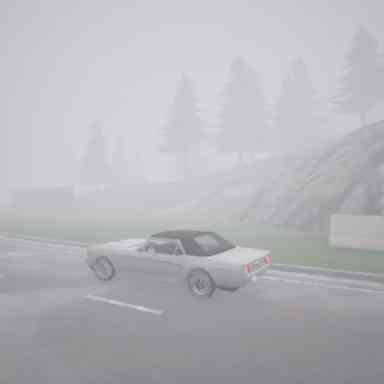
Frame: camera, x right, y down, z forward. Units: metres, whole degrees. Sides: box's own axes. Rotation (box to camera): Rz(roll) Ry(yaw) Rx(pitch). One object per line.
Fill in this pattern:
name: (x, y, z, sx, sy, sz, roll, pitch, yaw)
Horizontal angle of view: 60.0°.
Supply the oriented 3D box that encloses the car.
car: (-0.510, 1.642, 8.470, 4.718, 1.301, 1.895, -1, 0, 32)
